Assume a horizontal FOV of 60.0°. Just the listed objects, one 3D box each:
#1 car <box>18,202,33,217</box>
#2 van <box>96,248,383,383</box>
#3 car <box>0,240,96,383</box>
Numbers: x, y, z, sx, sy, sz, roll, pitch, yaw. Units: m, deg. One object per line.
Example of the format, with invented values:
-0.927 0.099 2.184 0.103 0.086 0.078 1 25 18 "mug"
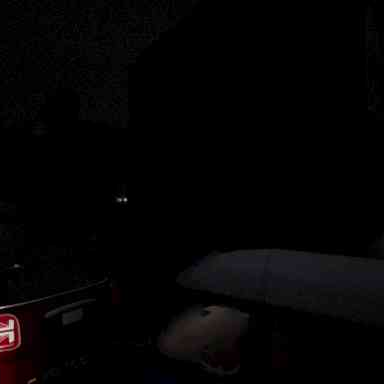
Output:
-15.907 1.514 28.995 1.812 1.442 4.674 -1 0 35 "car"
1.494 1.341 1.753 3.998 1.788 1.690 0 0 35 "van"
-2.935 1.441 4.908 4.097 1.590 1.967 0 0 35 "car"
